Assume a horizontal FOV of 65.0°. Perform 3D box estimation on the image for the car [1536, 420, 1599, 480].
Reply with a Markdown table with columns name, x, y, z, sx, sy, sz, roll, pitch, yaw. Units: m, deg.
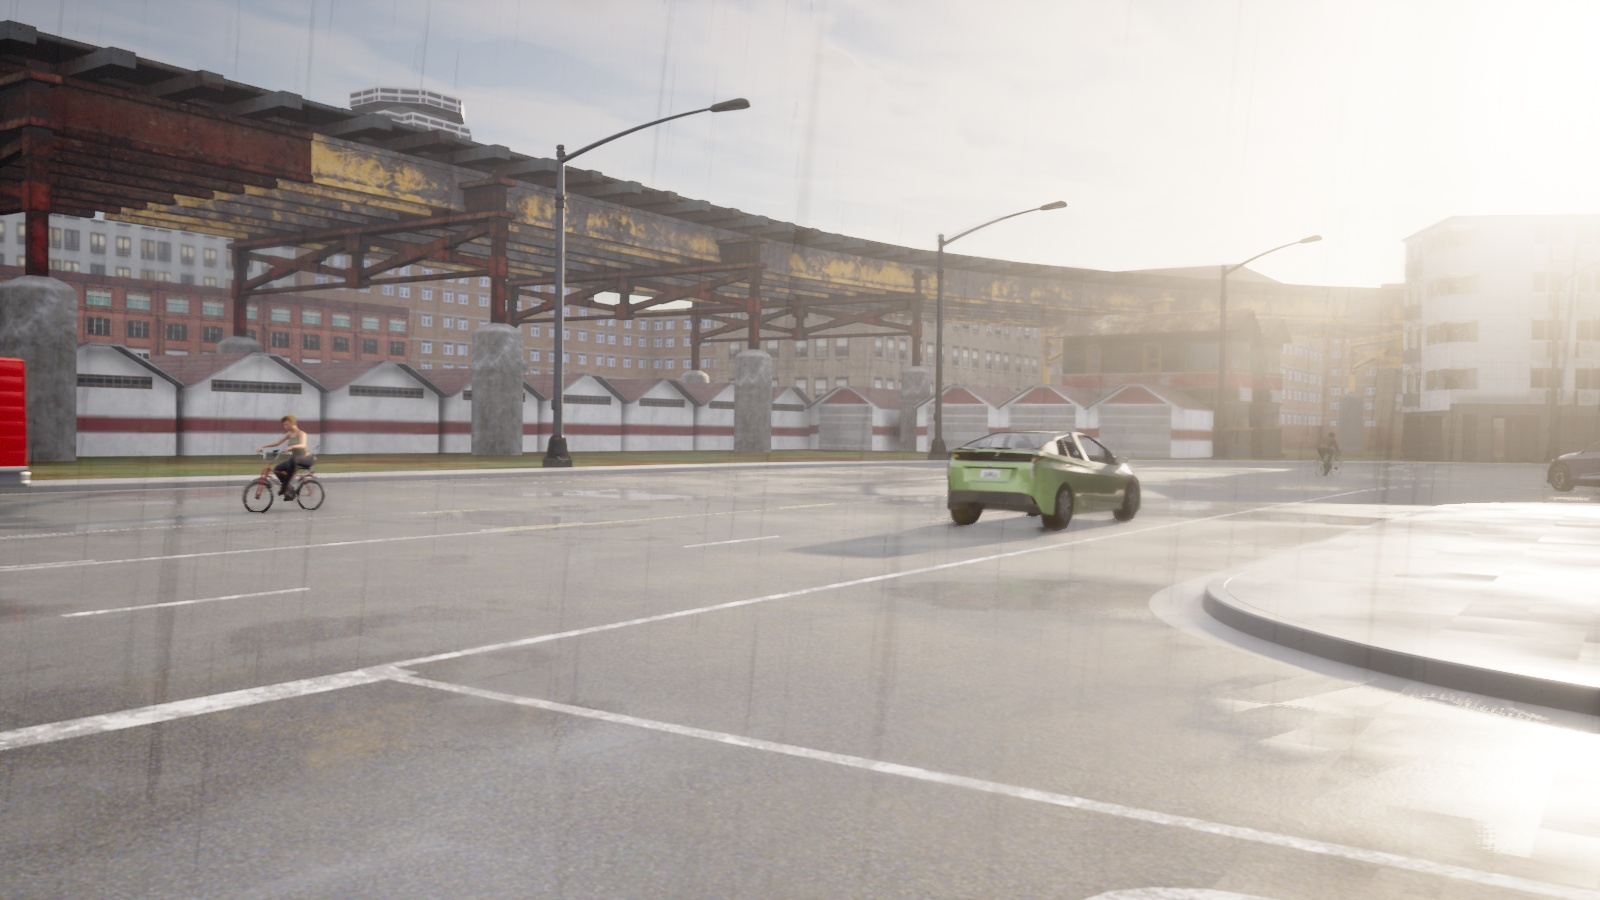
| name | x | y | z | sx | sy | sz | roll | pitch | yaw |
| --- | --- | --- | --- | --- | --- | --- | --- | --- | --- |
| car | 22.696 | -0.013 | 34.369 | 2.033 | 1.649 | 4.856 | 0 | 1 | -3 |

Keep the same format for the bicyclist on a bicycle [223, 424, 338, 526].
| name | x | y | z | sx | sy | sz | roll | pitch | yaw |
| --- | --- | --- | --- | --- | --- | --- | --- | --- | --- |
| bicyclist on a bicycle | -8.495 | 0.377 | 20.577 | 0.866 | 1.612 | 1.509 | 0 | 1 | 34 |

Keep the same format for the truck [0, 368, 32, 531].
| name | x | y | z | sx | sy | sz | roll | pitch | yaw |
| --- | --- | --- | --- | --- | --- | --- | --- | --- | --- |
| truck | -14.437 | 0.025 | 18.001 | 2.627 | 2.467 | 5.204 | 0 | 1 | 34 |

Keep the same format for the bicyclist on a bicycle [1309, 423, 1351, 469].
| name | x | y | z | sx | sy | sz | roll | pitch | yaw |
| --- | --- | --- | --- | --- | --- | --- | --- | --- | --- |
| bicyclist on a bicycle | 18.869 | -0.139 | 44.689 | 1.656 | 1.620 | 0.582 | 0 | 1 | -36 |

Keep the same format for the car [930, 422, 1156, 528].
| name | x | y | z | sx | sy | sz | roll | pitch | yaw |
| --- | --- | --- | --- | --- | --- | --- | --- | --- | --- |
| car | 4.091 | 0.324 | 20.522 | 2.007 | 1.525 | 4.514 | 0 | 1 | 34 |
